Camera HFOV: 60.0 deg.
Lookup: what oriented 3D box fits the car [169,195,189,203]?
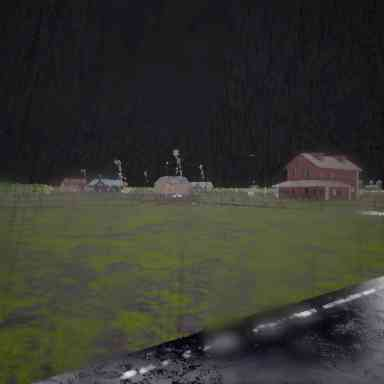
[{"bbox_3d":[-2.493,1.213,61.511,1.812,1.442,4.674,0,0,-35],"label":"car"}]
